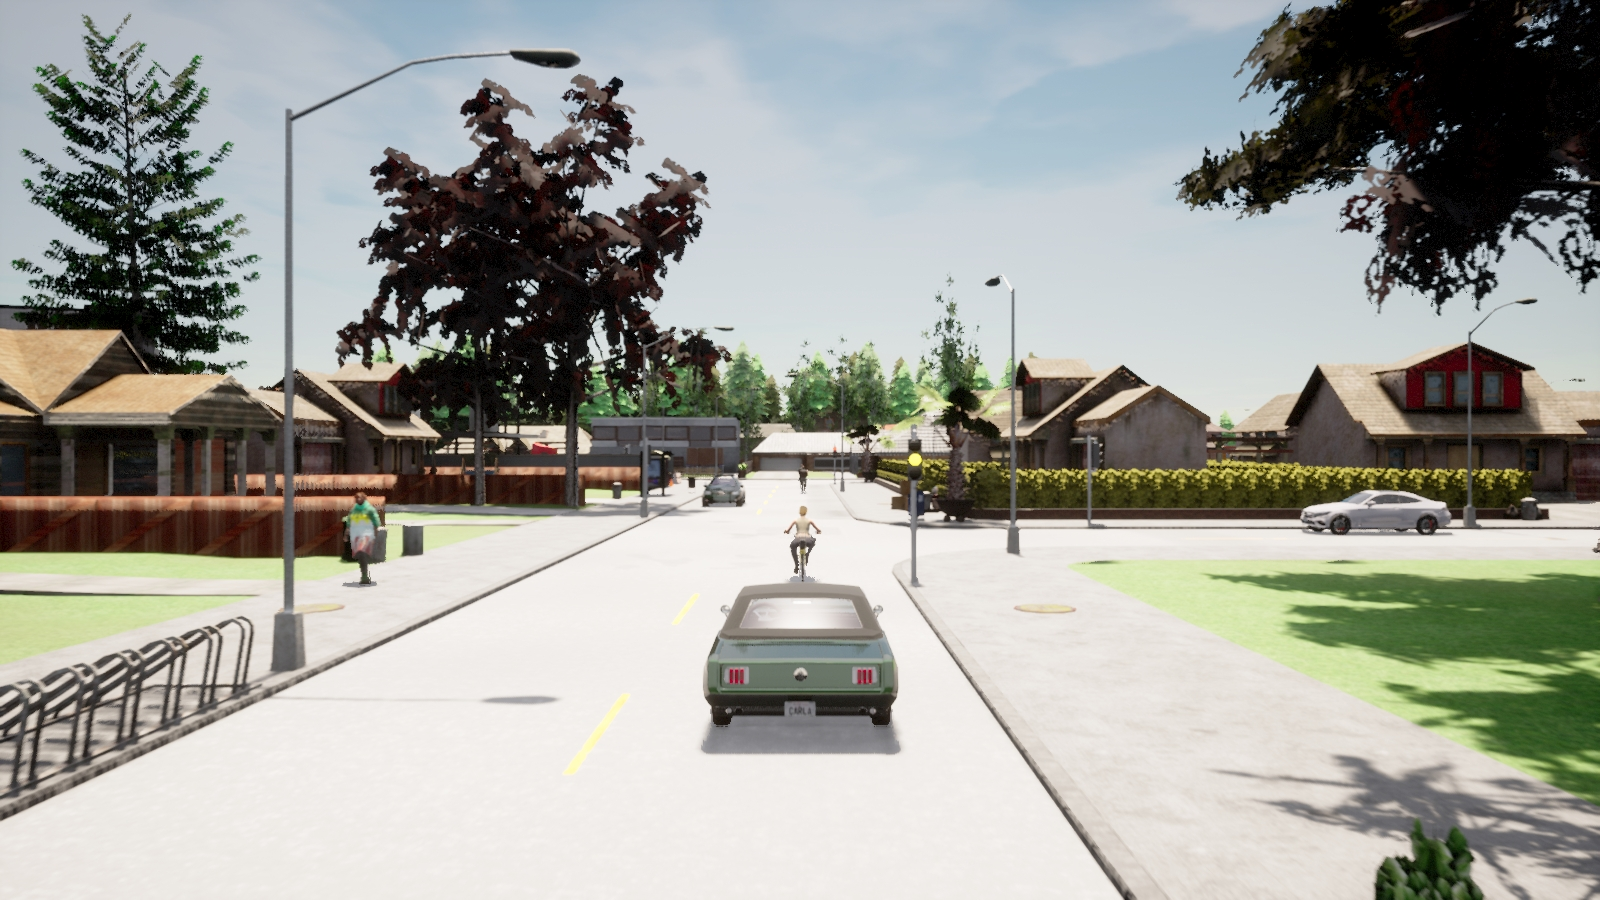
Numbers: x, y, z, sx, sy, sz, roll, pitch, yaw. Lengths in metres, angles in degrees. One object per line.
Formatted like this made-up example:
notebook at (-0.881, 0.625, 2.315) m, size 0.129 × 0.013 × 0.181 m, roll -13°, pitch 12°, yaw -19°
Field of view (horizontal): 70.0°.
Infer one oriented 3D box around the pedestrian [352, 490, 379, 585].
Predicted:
pedestrian at (-8.662, 1.741, 22.786) m, size 0.375 × 1.860 × 0.375 m, roll 0°, pitch 0°, yaw 11°

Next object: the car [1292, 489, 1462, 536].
car at (19.251, 2.078, 38.278) m, size 4.674 × 1.442 × 2.002 m, roll 0°, pitch 0°, yaw 0°

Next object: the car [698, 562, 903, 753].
car at (0.018, 2.154, 12.930) m, size 1.895 × 1.301 × 4.718 m, roll 0°, pitch 0°, yaw 0°

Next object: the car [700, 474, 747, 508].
car at (-3.815, 2.033, 57.664) m, size 2.038 × 1.542 × 4.974 m, roll 0°, pitch 0°, yaw 0°
